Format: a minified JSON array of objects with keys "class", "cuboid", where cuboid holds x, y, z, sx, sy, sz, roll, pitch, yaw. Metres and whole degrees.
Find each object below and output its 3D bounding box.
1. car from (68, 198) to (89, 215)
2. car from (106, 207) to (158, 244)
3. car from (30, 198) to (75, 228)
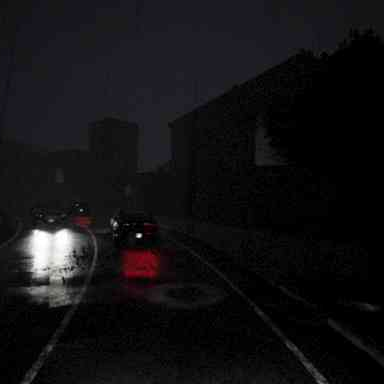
[{"class":"car","cuboid":[-11.121,1.287,30.982,1.837,1.490,4.892,3,-1,-37]},{"class":"car","cuboid":[-2.851,1.472,15.605,1.837,1.490,4.892,1,0,-18]},{"class":"car","cuboid":[-8.964,1.302,20.740,2.128,1.511,4.902,2,0,-28]}]
